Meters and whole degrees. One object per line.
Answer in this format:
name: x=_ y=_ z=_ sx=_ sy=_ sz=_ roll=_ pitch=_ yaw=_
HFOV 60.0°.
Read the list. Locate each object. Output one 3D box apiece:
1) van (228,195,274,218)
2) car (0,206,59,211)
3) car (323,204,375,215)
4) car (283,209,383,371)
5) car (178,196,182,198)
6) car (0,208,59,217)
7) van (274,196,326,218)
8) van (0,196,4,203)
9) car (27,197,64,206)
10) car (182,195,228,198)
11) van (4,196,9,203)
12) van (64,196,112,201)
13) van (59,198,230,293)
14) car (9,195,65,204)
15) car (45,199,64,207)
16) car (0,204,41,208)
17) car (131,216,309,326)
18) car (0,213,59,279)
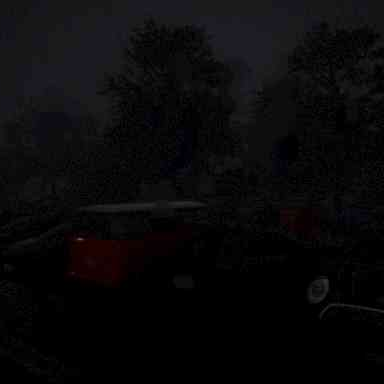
van: x=4.344 y=1.281 z=21.000 sx=1.878 sy=1.987 sz=4.442 roll=0 pitch=0 yaw=36
car: x=-7.816 y=1.564 z=13.746 sx=2.163 sy=1.488 sz=4.792 roll=0 pitch=0 yaw=36
car: x=8.912 y=1.484 z=17.861 sx=2.097 sy=1.535 sz=5.008 roll=0 pitch=0 yaw=36
car: x=3.481 y=1.354 z=5.686 sx=2.185 sy=1.767 sz=4.553 roll=0 pitch=0 yaw=36
car: x=-0.100 y=1.279 z=24.309 sx=2.435 sy=2.045 sz=5.566 roll=0 pitch=0 yaw=36
car: x=-5.563 y=1.552 z=12.123 sx=2.163 sy=1.488 sz=4.792 roll=0 pitch=0 yaw=36
van: x=6.728 y=1.270 z=19.570 sx=1.878 sy=1.987 sz=4.442 roll=0 pitch=0 yaw=36
van: x=-20.249 y=1.407 z=38.994 sx=1.878 sy=1.987 sz=4.442 roll=0 pitch=0 yaw=36
car: x=-13.576 y=1.598 z=34.039 sx=2.097 sy=1.535 sz=5.008 roll=0 pitch=0 yaw=36
car: x=2.148 y=1.267 z=22.690 sx=2.435 sy=2.045 sz=5.566 roll=0 pitch=0 yaw=36
van: x=-18.103 y=1.396 z=37.449 sx=1.878 sy=1.987 sz=4.442 roll=0 pitch=0 yaw=36
van: x=-9.110 y=1.350 z=30.974 sx=1.878 sy=1.987 sz=4.442 roll=0 pitch=0 yaw=36
van: x=-0.973 y=1.274 z=8.998 sx=1.878 sy=1.987 sz=4.442 roll=0 pitch=0 yaw=36
car: x=-15.939 y=1.359 z=35.712 sx=2.435 sy=2.045 sz=5.566 roll=0 pitch=0 yaw=36
car: x=-11.325 y=1.627 z=32.422 sx=2.002 sy=1.452 sz=4.674 roll=0 pitch=0 yaw=36
car: x=-10.161 y=1.543 z=15.241 sx=1.946 sy=1.575 sz=5.366 roll=0 pitch=0 yaw=36
car: x=1.230 y=1.518 z=7.304 sx=2.163 sy=1.488 sz=4.792 roll=0 pitch=0 yaw=36
car: x=-3.310 y=1.541 z=10.501 sx=2.163 sy=1.488 sz=4.792 roll=0 pitch=0 yaw=36
